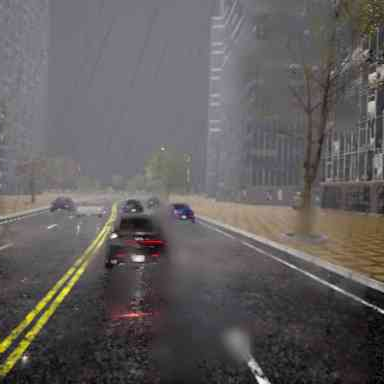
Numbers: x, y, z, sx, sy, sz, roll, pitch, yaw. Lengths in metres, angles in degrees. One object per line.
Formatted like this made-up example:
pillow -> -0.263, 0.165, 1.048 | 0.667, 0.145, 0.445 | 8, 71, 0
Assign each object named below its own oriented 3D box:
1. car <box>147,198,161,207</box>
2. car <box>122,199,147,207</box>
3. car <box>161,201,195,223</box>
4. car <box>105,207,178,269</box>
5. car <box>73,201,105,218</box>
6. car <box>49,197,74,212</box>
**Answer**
car -> -4.869, 1.444, 42.907 | 1.812, 1.442, 4.674 | 2, 0, -13
car -> -5.535, 1.405, 31.134 | 1.812, 1.442, 4.674 | 2, 0, -12
car -> -0.993, 1.528, 25.169 | 1.812, 1.442, 4.674 | 2, 0, -11
car -> -1.754, 1.465, 11.015 | 1.837, 1.490, 4.892 | 2, 0, -9
car -> -8.212, 1.395, 27.196 | 1.895, 1.301, 4.718 | 2, 0, -12
car -> -12.861, 1.216, 33.355 | 2.033, 1.411, 5.357 | 2, 0, -13
